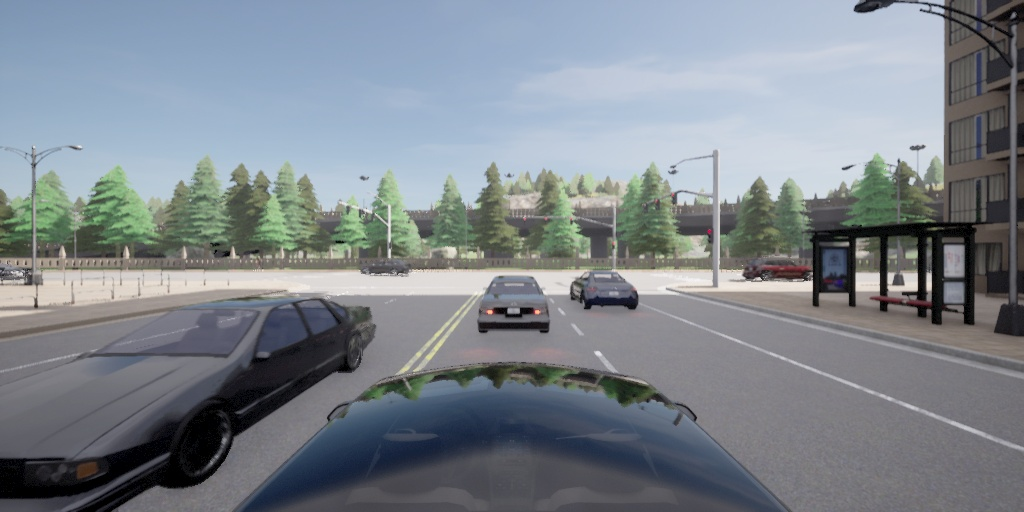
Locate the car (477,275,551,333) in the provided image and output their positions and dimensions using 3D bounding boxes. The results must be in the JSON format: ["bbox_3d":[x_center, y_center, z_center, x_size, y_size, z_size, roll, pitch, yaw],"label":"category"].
[{"bbox_3d":[0.060,1.273,10.557,2.033,1.411,5.357,0,0,1],"label":"car"}]

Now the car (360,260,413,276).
[{"bbox_3d":[-11.770,1.110,33.587,4.892,1.490,1.837,0,-1,13],"label":"car"}]

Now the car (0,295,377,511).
[{"bbox_3d":[-3.593,1.289,4.840,2.033,1.411,5.357,0,0,0],"label":"car"}]

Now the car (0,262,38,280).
[{"bbox_3d":[-39.617,1.150,27.085,4.674,1.442,1.812,0,0,-3],"label":"car"}]

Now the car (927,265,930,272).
[{"bbox_3d":[43.356,1.095,34.516,4.902,1.511,2.128,0,0,21],"label":"car"}]

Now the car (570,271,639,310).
[{"bbox_3d":[3.579,1.278,14.568,1.994,1.385,4.181,0,0,0],"label":"car"}]

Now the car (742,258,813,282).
[{"bbox_3d":[19.774,0.978,26.497,4.553,1.767,2.097,0,0,0],"label":"car"}]

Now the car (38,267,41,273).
[{"bbox_3d":[-43.536,1.216,30.355,4.718,1.301,1.895,0,0,-7],"label":"car"}]

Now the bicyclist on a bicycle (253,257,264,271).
[{"bbox_3d":[-29.461,0.884,41.658,0.582,1.620,1.656,0,0,1],"label":"bicyclist on a bicycle"}]

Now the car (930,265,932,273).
[{"bbox_3d":[40.985,0.963,31.656,4.553,1.767,2.097,0,0,19],"label":"car"}]
